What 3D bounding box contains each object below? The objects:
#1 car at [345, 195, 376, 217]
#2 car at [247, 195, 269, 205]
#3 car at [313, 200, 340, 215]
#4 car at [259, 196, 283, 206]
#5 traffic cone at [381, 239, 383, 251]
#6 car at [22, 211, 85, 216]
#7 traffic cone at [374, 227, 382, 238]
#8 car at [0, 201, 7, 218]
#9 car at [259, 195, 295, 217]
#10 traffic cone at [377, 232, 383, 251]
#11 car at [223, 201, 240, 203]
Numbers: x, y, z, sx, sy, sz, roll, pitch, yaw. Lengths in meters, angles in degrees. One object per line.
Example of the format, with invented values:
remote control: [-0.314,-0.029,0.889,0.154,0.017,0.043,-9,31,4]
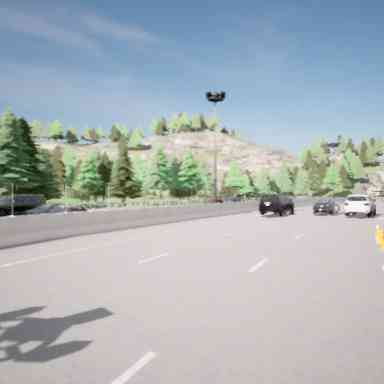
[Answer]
car: [16.217,1.276,31.947,2.150,2.045,5.566,-1,0,35]
car: [12.177,1.430,61.396,2.097,1.767,4.553,0,0,40]
car: [14.067,1.544,34.757,2.128,1.511,4.902,0,0,35]
car: [13.828,1.564,57.902,2.128,1.511,4.902,0,0,40]
traffic cone: [6.637,1.976,11.136,0.340,0.580,0.340,0,0,26]
car: [-9.019,1.605,23.404,1.895,1.301,4.718,0,0,28]
traffic cone: [8.386,1.982,14.734,0.340,0.580,0.340,0,0,26]
car: [-18.612,1.539,27.712,2.033,1.411,5.357,0,0,28]
car: [8.421,1.264,32.779,2.150,2.045,5.566,-1,0,34]
traffic cone: [7.512,1.979,12.935,0.340,0.580,0.340,0,0,26]
car: [7.294,1.555,60.954,2.128,1.511,4.902,0,0,39]
